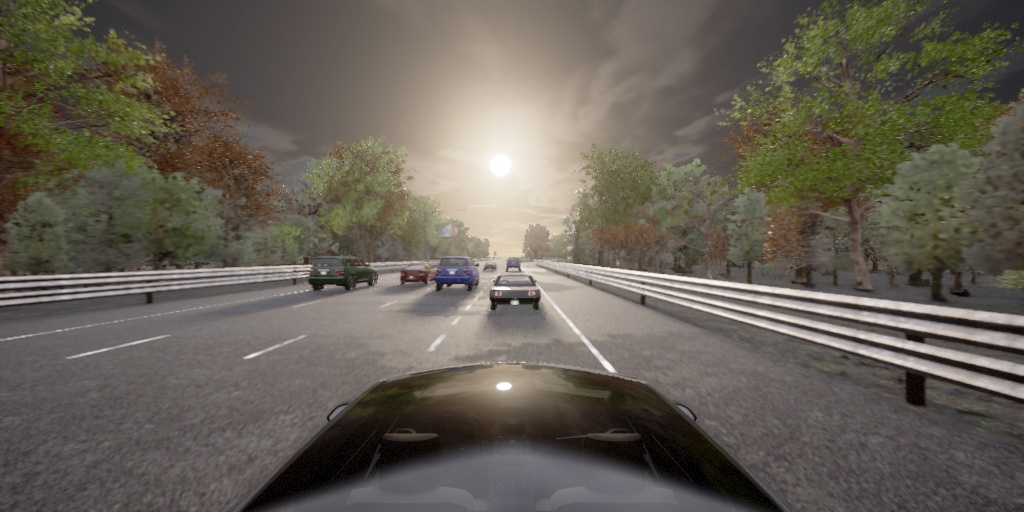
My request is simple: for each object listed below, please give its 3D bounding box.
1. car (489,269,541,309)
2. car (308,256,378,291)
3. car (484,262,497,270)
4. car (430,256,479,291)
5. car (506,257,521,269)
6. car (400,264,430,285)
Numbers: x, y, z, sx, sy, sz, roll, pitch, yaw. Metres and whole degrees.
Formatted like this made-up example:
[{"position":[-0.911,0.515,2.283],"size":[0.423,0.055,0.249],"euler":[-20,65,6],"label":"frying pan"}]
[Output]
[{"position":[0.115,1.398,15.149],"size":[1.895,1.301,4.718],"euler":[0,0,0],"label":"car"},{"position":[-10.366,1.041,22.416],"size":[2.150,2.045,5.566],"euler":[0,0,0],"label":"car"},{"position":[-3.274,1.544,55.578],"size":[1.895,1.301,4.718],"euler":[0,0,0],"label":"car"},{"position":[-3.365,1.044,22.844],"size":[2.150,2.045,5.566],"euler":[0,0,0],"label":"car"},{"position":[0.224,1.162,53.886],"size":[2.150,2.045,5.566],"euler":[0,0,0],"label":"car"},{"position":[-6.853,1.314,26.888],"size":[1.882,1.535,5.008],"euler":[0,0,0],"label":"car"}]
